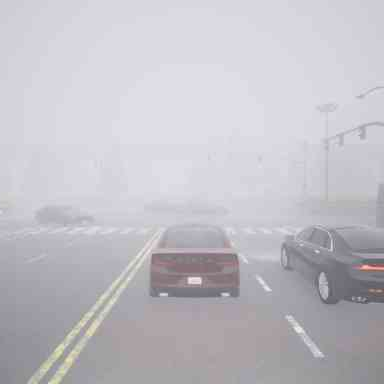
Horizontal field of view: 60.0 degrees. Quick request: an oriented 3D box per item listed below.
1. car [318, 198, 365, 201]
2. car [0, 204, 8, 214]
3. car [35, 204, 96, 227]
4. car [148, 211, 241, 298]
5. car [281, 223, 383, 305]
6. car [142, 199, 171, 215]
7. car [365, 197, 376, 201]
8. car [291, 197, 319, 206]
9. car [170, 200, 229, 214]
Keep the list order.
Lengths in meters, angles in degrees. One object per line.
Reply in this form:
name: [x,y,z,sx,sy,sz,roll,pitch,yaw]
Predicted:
car: [17.974,1.564,40.087,4.181,1.385,1.994,0,0,0]
car: [-19.548,1.504,29.528,4.892,1.490,1.837,0,0,0]
car: [-8.810,1.547,22.823,5.357,1.411,2.033,0,0,40]
car: [0.057,1.478,8.591,1.882,1.535,5.008,0,0,0]
car: [3.555,1.505,8.078,1.837,1.490,4.892,0,0,0]
car: [-2.435,1.491,32.963,4.902,1.511,2.128,0,0,0]
car: [20.490,1.547,43.577,5.357,1.411,2.033,0,0,0]
car: [16.571,1.505,47.091,4.892,1.490,1.837,0,0,0]
car: [0.825,1.491,29.449,4.902,1.511,2.128,0,0,0]
